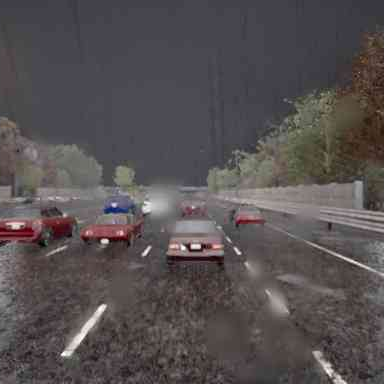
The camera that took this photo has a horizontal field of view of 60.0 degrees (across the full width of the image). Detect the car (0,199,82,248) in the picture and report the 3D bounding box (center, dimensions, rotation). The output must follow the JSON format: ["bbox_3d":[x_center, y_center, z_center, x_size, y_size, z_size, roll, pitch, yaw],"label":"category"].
[{"bbox_3d":[-6.897,1.392,15.155,2.097,1.767,4.553,0,0,0],"label":"car"}]

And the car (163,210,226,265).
[{"bbox_3d":[0.105,1.578,11.784,2.033,1.411,5.357,0,0,0],"label":"car"}]

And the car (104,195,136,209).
[{"bbox_3d":[-6.891,1.314,32.177,2.150,2.045,5.566,0,0,0],"label":"car"}]

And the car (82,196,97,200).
[{"bbox_3d":[-17.523,1.526,56.777,2.097,1.767,4.553,0,0,1],"label":"car"}]

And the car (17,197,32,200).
[{"bbox_3d":[-28.015,1.647,55.437,1.882,1.535,5.008,0,0,1],"label":"car"}]

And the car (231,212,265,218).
[{"bbox_3d":[3.507,1.442,21.585,1.994,1.385,4.181,0,0,0],"label":"car"}]

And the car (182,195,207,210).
[{"bbox_3d":[0.109,1.447,32.679,2.097,1.767,4.553,0,0,0],"label":"car"}]

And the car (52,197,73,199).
[{"bbox_3d":[-21.023,1.648,55.727,1.882,1.535,5.008,0,0,1],"label":"car"}]

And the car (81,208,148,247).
[{"bbox_3d":[-3.395,1.641,15.211,1.895,1.301,4.718,0,0,0],"label":"car"}]

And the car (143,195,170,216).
[{"bbox_3d":[-3.384,1.314,32.123,2.150,2.045,5.566,0,0,0],"label":"car"}]

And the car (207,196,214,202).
[{"bbox_3d":[3.521,1.543,67.587,1.837,1.490,4.892,0,0,0],"label":"car"}]

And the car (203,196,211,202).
[{"bbox_3d":[3.525,1.646,78.291,1.837,1.490,4.892,0,0,0],"label":"car"}]
